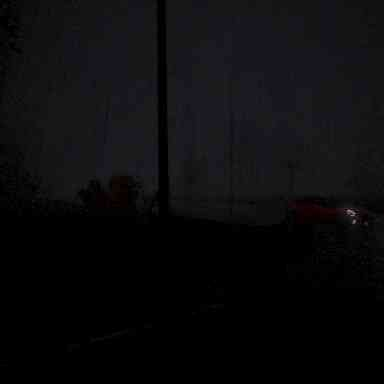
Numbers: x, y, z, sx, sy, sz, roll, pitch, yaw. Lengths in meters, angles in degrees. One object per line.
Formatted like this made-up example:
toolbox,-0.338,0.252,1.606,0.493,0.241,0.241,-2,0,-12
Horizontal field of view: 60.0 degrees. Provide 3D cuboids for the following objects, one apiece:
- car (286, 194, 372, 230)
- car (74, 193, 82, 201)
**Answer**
car,7.743,1.045,19.078,2.097,1.767,4.553,-2,2,-35
car,-18.270,0.668,55.793,2.128,1.511,4.902,-2,2,-35
